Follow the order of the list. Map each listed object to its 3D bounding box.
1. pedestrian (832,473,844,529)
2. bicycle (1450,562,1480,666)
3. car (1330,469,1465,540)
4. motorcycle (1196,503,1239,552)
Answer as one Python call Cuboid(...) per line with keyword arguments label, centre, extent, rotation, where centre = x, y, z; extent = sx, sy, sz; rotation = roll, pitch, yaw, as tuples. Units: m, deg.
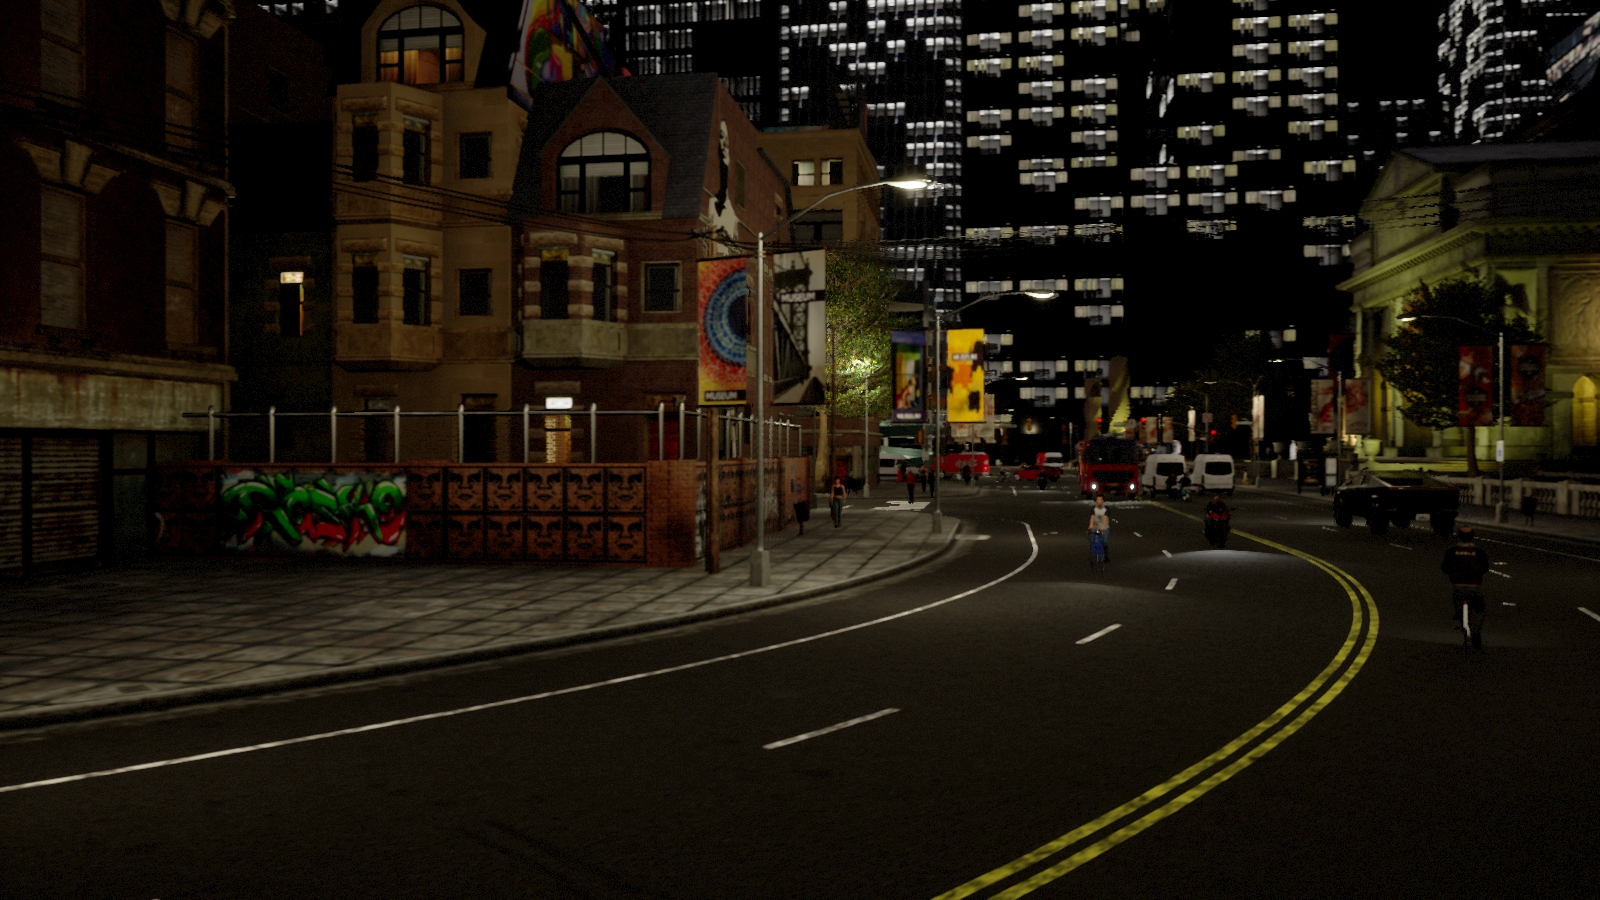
Cuboid(label="pedestrian", centre=(1.283, 1.717, 38.705), extent=(0.375, 1.860, 0.375), rotation=(0, 0, 10))
Cuboid(label="bicycle", centre=(9.155, 2.215, 15.716), extent=(0.329, 1.171, 1.835), rotation=(0, 0, 31))
Cuboid(label="car", centre=(20.280, 1.766, 39.178), extent=(2.390, 2.098, 6.274), rotation=(0, 0, 11))
Cuboid(label="motorcycle", centre=(12.077, 2.218, 33.127), extent=(0.867, 1.251, 2.209), rotation=(0, 0, 12))
